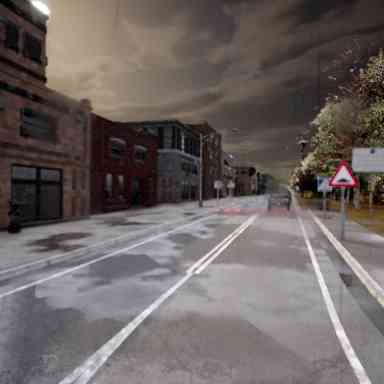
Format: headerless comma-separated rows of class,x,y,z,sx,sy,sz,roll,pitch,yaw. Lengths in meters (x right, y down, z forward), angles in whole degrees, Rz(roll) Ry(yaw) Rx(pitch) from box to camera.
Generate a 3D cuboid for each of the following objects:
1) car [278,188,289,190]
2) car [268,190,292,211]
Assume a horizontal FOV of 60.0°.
car,14.169,0.462,51.538,2.150,2.045,5.566,1,1,17
car,7.860,0.861,29.826,2.128,1.511,4.902,1,-1,16
